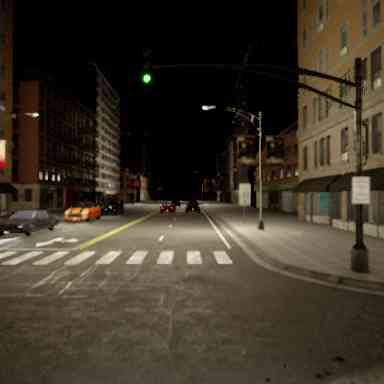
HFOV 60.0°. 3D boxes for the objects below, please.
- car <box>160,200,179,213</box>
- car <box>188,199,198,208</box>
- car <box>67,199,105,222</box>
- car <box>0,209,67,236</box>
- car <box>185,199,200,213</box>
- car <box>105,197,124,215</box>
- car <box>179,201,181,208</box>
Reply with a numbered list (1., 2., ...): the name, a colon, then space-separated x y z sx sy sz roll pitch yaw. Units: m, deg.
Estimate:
1. car: -3.140 2.102 44.752 1.895 1.301 4.718 0 -1 0
2. car: 0.105 2.210 63.566 1.837 1.490 4.892 0 -2 0
3. car: -9.812 1.693 30.165 2.097 1.767 4.553 0 -1 0
4. car: -9.840 1.778 20.274 2.033 1.411 5.357 0 -1 0
5. car: 0.110 2.022 44.289 1.812 1.442 4.674 0 -1 0
6. car: -9.741 1.677 40.580 2.150 2.045 5.566 0 -1 0
7. car: -3.142 2.247 64.537 1.812 1.442 4.674 0 -1 0
